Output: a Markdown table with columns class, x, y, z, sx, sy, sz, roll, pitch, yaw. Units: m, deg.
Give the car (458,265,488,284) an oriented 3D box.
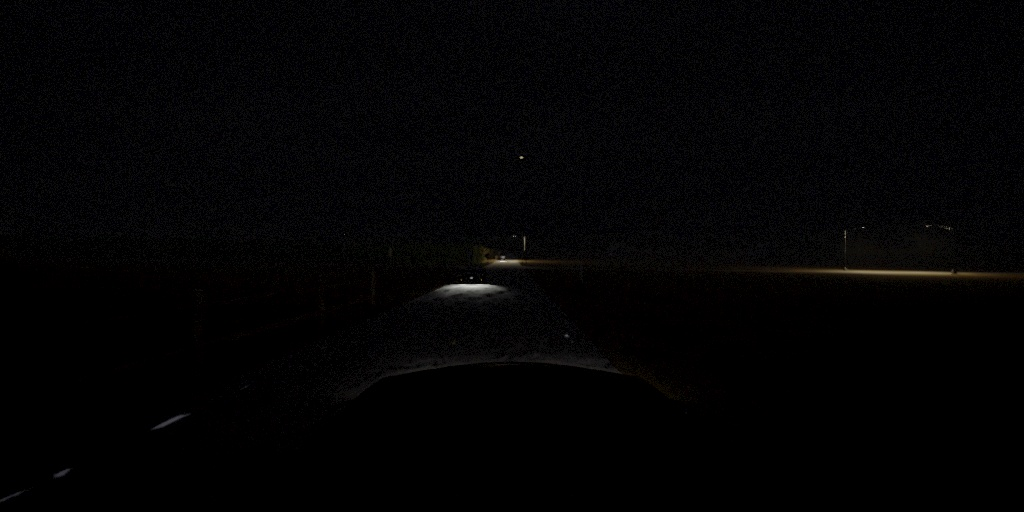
| class | x | y | z | sx | sy | sz | roll | pitch | yaw |
| --- | --- | --- | --- | --- | --- | --- | --- | --- | --- |
| car | -2.860 | 1.351 | 27.236 | 1.994 | 1.385 | 4.181 | 0 | 0 | 0 |
